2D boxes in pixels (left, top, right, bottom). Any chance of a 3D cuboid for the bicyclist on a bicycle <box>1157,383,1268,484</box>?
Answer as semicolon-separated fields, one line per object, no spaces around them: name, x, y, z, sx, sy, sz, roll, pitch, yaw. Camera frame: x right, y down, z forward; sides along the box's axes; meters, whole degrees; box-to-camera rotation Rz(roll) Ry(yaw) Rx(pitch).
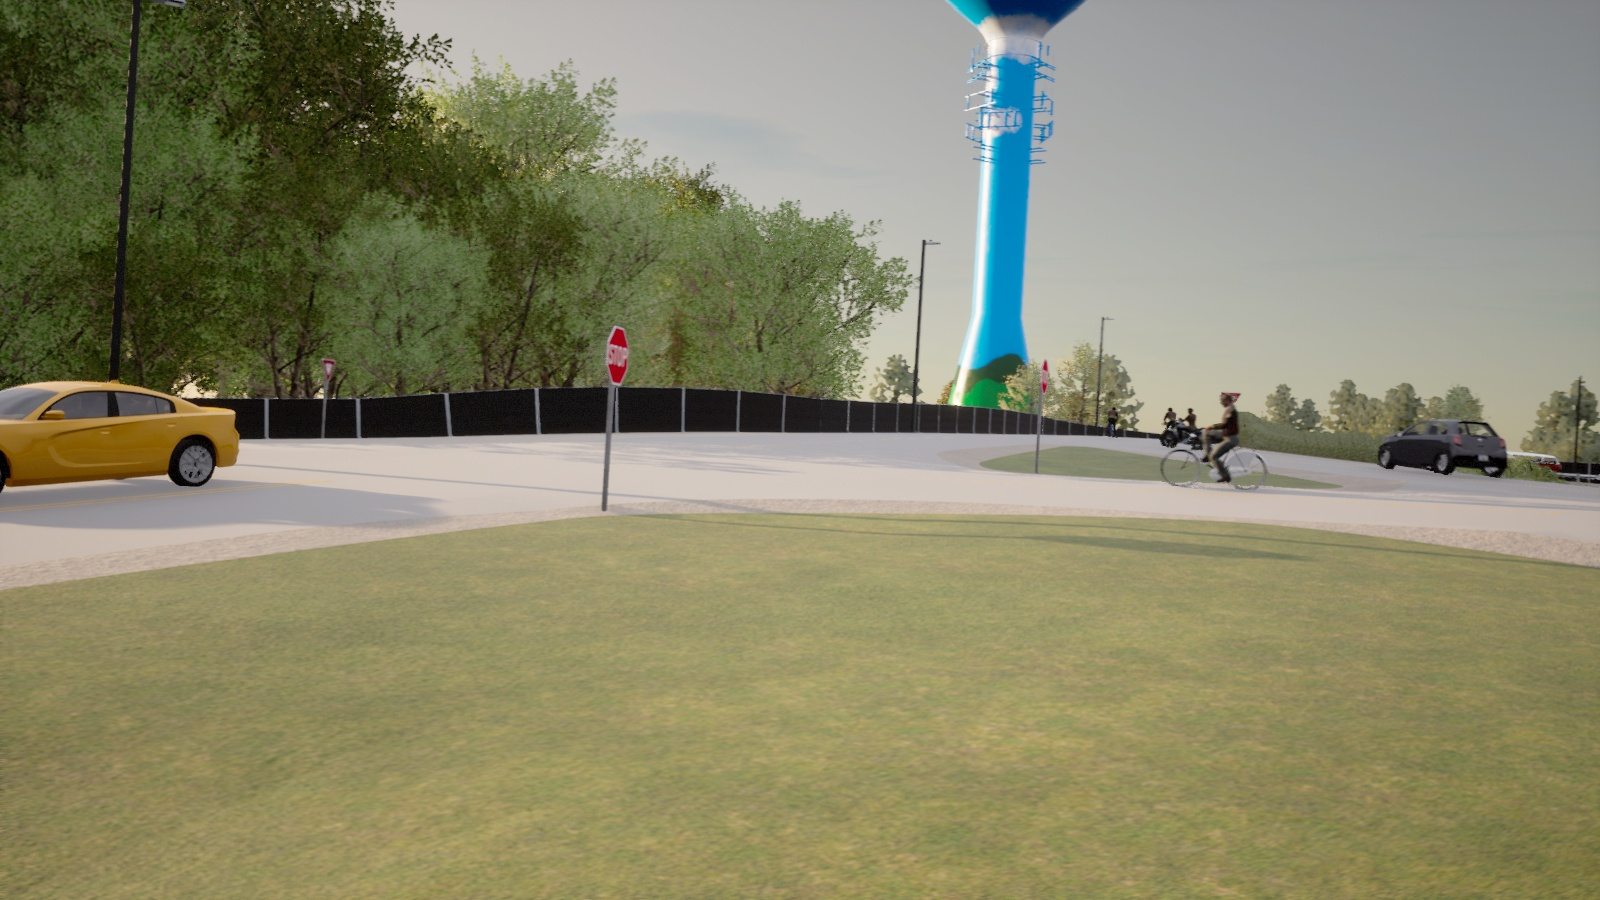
bicyclist on a bicycle;7.506;-0.315;22.891;1.843;1.776;0.659;2;2;19

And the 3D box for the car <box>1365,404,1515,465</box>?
car;17.542;-0.459;34.606;1.845;1.501;3.633;2;2;-8

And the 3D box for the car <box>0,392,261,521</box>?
car;-10.210;0.012;17.393;1.882;1.535;5.008;2;4;26

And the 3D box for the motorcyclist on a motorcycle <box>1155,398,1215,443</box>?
motorcyclist on a motorcycle;14.705;-1.142;48.077;0.766;1.649;2.350;-1;3;-27
